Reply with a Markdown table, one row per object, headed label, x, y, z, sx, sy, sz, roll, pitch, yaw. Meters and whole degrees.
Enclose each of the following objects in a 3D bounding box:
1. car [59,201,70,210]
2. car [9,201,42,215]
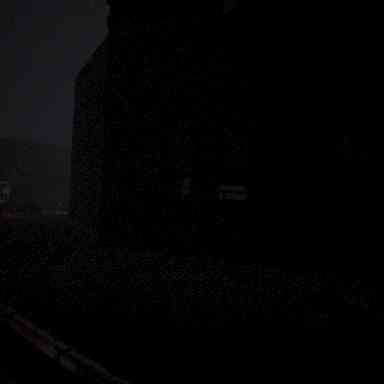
| label | x | y | z | sx | sy | sz | roll | pitch | yaw |
| --- | --- | --- | --- | --- | --- | --- | --- | --- | --- |
| car | -18.624 | 2.138 | 51.765 | 2.128 | 1.511 | 4.902 | 4 | -1 | 11 |
| car | -19.802 | 1.840 | 39.856 | 1.882 | 1.535 | 5.008 | 4 | -1 | 3 |
